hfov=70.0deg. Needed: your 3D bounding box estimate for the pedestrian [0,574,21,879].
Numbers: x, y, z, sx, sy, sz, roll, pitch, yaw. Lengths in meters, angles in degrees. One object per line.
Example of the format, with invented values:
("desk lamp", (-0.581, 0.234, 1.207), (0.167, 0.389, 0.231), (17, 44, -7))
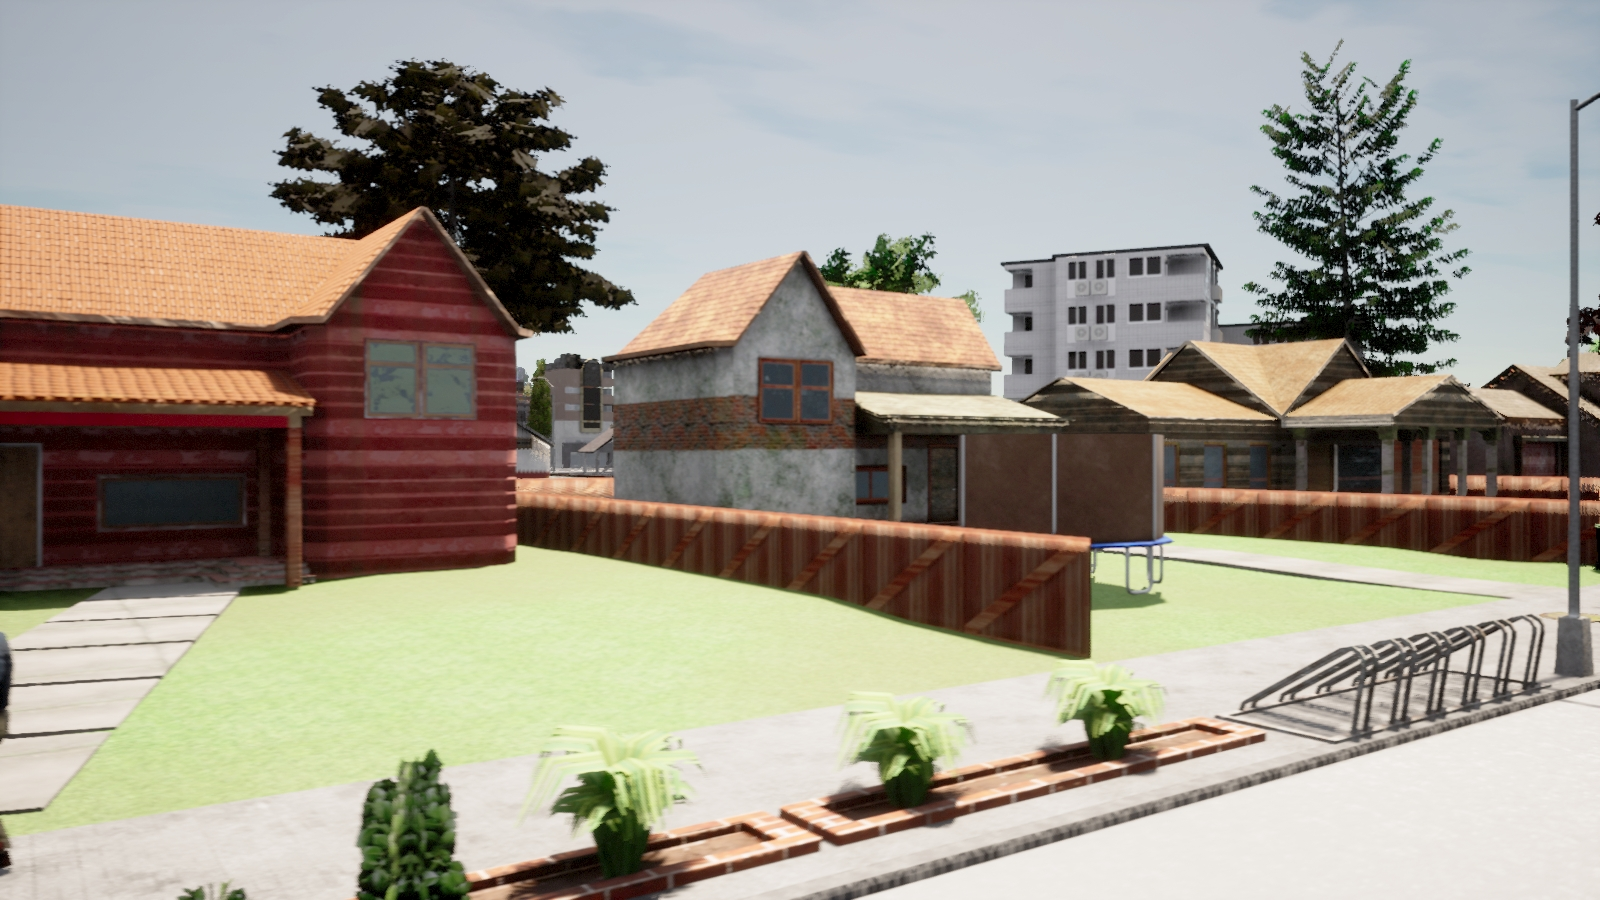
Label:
("pedestrian", (-5.157, 1.743, 7.229), (0.375, 1.860, 0.375), (0, 0, -34))
